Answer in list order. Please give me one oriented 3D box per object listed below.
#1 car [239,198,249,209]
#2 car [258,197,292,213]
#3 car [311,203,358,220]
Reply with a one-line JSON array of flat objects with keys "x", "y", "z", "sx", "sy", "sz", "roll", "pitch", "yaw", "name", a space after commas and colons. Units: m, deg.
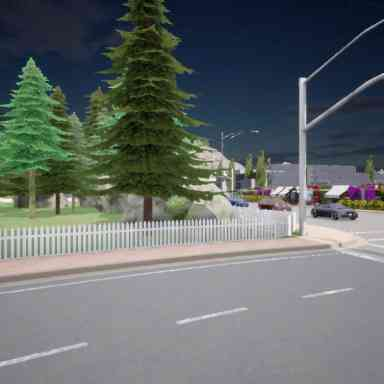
[{"x": 6.382, "y": 1.533, "z": 47.601, "sx": 1.882, "sy": 1.535, "sz": 5.008, "roll": 0, "pitch": 0, "yaw": -17, "name": "car"}, {"x": 9.312, "y": 1.408, "z": 37.707, "sx": 2.097, "sy": 1.767, "sz": 4.553, "roll": 0, "pitch": 0, "yaw": -16, "name": "car"}, {"x": 12.066, "y": 1.619, "z": 28.416, "sx": 1.994, "sy": 1.385, "sz": 4.181, "roll": 0, "pitch": 0, "yaw": -16, "name": "car"}]
